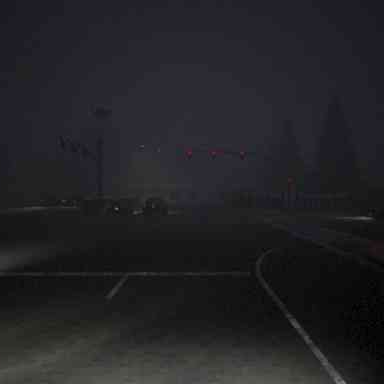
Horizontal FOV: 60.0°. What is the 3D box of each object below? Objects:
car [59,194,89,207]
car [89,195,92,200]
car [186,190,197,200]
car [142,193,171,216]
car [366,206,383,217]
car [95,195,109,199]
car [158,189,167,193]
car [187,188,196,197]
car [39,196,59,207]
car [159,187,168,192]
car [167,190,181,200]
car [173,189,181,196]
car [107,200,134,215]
[{"bbox_3d":[-17.567,1.238,49.612,2.097,1.767,4.553,0,0,0],"label":"car"},{"bbox_3d":[-21.060,1.232,65.300,1.812,1.442,4.674,0,1,0],"label":"car"},{"bbox_3d":[-0.094,0.630,71.886,2.150,2.045,5.566,0,3,0],"label":"car"},{"bbox_3d":[-3.397,1.280,31.570,2.097,1.767,4.553,0,0,0],"label":"car"},{"bbox_3d":[17.645,1.483,27.938,5.357,1.411,2.033,0,0,0],"label":"car"},{"bbox_3d":[-17.563,1.238,65.175,1.812,1.442,4.674,0,2,0],"label":"car"},{"bbox_3d":[-7.096,0.859,72.249,1.882,1.535,5.008,0,3,0],"label":"car"},{"bbox_3d":[-0.150,0.108,82.308,2.033,1.411,5.357,0,7,0],"label":"car"},{"bbox_3d":[-21.064,1.379,49.754,2.128,1.511,4.902,0,0,0],"label":"car"},{"bbox_3d":[-7.150,-0.208,82.263,2.150,2.045,5.566,0,7,0],"label":"car"},{"bbox_3d":[-3.596,0.738,72.231,2.097,1.767,4.553,0,3,0],"label":"car"},{"bbox_3d":[-3.650,0.159,82.325,1.895,1.301,4.718,0,7,0],"label":"car"},{"bbox_3d":[-6.897,1.489,32.524,1.994,1.385,4.181,0,0,0],"label":"car"}]
